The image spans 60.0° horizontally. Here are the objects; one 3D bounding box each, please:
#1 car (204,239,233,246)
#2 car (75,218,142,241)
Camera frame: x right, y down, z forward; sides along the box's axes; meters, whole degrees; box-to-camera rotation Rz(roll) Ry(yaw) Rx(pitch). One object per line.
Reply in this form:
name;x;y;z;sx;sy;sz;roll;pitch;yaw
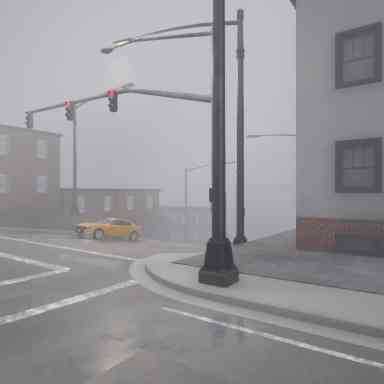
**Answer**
car;3.164;5.651;35.457;1.895;1.301;4.718;0;-17;35
car;-5.672;2.536;23.093;1.882;1.535;5.008;0;-9;37
